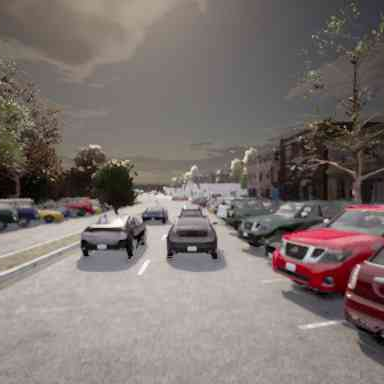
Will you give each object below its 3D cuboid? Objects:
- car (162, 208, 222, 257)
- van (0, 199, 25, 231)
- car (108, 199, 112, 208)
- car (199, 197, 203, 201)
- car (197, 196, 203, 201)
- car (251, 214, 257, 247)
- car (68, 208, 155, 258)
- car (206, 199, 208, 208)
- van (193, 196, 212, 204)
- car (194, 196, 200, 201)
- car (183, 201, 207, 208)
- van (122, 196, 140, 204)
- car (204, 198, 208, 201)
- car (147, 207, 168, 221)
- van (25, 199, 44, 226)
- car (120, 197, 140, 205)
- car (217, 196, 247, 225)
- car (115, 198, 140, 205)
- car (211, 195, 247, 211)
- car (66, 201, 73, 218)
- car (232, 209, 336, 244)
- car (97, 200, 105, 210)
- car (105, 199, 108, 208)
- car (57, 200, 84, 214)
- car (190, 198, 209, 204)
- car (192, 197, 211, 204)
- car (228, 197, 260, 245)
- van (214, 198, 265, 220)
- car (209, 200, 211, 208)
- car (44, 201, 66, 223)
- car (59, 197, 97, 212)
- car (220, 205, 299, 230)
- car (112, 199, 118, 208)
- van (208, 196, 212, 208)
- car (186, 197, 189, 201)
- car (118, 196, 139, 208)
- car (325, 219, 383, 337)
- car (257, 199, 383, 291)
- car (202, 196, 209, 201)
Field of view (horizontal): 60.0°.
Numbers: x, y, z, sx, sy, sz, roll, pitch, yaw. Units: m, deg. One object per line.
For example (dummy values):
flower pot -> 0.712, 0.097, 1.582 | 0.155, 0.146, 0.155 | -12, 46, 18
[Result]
car -> 0.014, 1.643, 13.484 | 1.837, 1.490, 4.892 | 0, 0, 0
van -> -13.359, 1.491, 21.078 | 4.442, 1.987, 1.878 | -1, -1, -20
car -> -13.588, 1.834, 44.832 | 4.553, 1.767, 2.185 | -1, 0, -21
car -> 4.339, 2.041, 56.354 | 5.008, 1.535, 2.097 | 1, -1, -22
car -> 4.115, 2.100, 62.388 | 5.008, 1.535, 2.097 | 1, 0, -23
car -> 4.725, 1.624, 11.169 | 4.792, 1.488, 2.163 | 1, 0, -20
car -> -2.986, 1.629, 13.485 | 2.128, 1.511, 4.902 | 0, 0, 0
car -> 4.814, 1.895, 41.330 | 5.366, 1.575, 1.946 | 1, -1, -21
van -> 2.614, 2.077, 83.439 | 4.442, 1.987, 1.878 | 1, 0, -25
car -> 3.943, 1.877, 65.394 | 5.566, 2.045, 2.435 | 1, 0, -23
car -> -0.034, 1.779, 28.500 | 2.128, 1.511, 4.902 | 0, 0, 0
van -> -15.823, 2.162, 86.265 | 4.442, 1.987, 1.878 | -1, -1, -25
car -> 4.620, 1.924, 44.272 | 5.008, 1.535, 2.097 | 1, 0, -21
car -> -3.037, 1.885, 28.212 | 1.895, 1.301, 4.718 | 0, -1, 0
van -> -13.371, 1.521, 24.056 | 4.442, 1.987, 1.878 | -1, -1, -20
car -> -15.616, 2.233, 83.277 | 4.553, 1.767, 2.185 | -1, 0, -25
car -> 4.754, 1.434, 20.217 | 5.566, 2.045, 2.435 | 1, -1, -20
car -> -15.554, 2.327, 80.235 | 5.366, 1.575, 1.946 | -1, 0, -25
car -> 4.737, 1.495, 26.225 | 5.566, 2.045, 2.435 | 1, -1, -20
car -> -13.524, 1.838, 29.948 | 4.792, 1.488, 2.163 | -1, 0, -20
car -> 4.708, 1.684, 17.181 | 4.792, 1.488, 2.163 | 1, 0, -20
car -> -13.372, 1.895, 38.953 | 5.366, 1.575, 1.946 | -1, -1, -20
car -> -13.568, 1.931, 41.853 | 4.892, 1.521, 2.231 | -1, 0, -21
car -> -13.483, 1.868, 32.951 | 4.792, 1.488, 2.163 | -1, -1, -20
car -> 2.033, 2.428, 92.482 | 4.792, 1.488, 2.163 | 1, -1, -26
car -> 2.474, 2.209, 86.510 | 4.553, 1.767, 2.185 | 1, 0, -26
car -> 4.722, 1.373, 14.176 | 5.566, 2.045, 2.435 | 1, 0, -20
van -> 4.588, 1.578, 32.180 | 4.442, 1.987, 1.878 | 1, 0, -20
car -> 4.707, 1.865, 35.246 | 4.792, 1.488, 2.163 | 1, -1, -20
car -> -13.312, 1.774, 27.052 | 5.366, 1.575, 1.946 | -1, -1, -20
car -> -13.552, 1.618, 35.902 | 5.566, 2.045, 2.435 | -1, 0, -20
car -> 4.722, 1.715, 23.204 | 5.008, 1.535, 2.097 | 1, 0, -20
car -> -13.661, 1.991, 47.786 | 5.008, 1.535, 2.097 | -1, 0, -21
van -> 4.560, 1.637, 38.204 | 4.442, 1.987, 1.878 | 1, 0, -20
car -> 1.987, 2.358, 89.422 | 5.366, 1.575, 1.946 | 1, 0, -26
car -> -14.913, 2.307, 74.409 | 4.674, 1.452, 2.002 | -1, 0, -24
car -> 4.729, 1.409, 5.165 | 4.553, 1.767, 2.185 | 1, -1, -20
car -> 4.736, 1.314, 8.162 | 5.566, 2.045, 2.435 | 1, 0, -20
car -> 4.485, 1.857, 50.311 | 4.553, 1.767, 2.185 | 1, -1, -22
